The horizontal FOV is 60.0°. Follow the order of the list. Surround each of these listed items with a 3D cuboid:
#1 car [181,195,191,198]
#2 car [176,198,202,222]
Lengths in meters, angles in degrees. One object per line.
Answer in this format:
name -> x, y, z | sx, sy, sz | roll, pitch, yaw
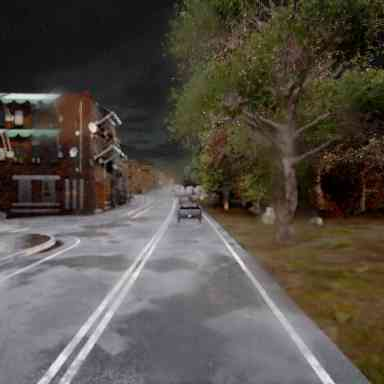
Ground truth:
car -> -0.780, 1.331, 45.375 | 2.097, 1.767, 4.553 | 0, 0, -2
car -> -0.217, 1.534, 26.462 | 2.128, 1.511, 4.902 | 0, 0, -1
